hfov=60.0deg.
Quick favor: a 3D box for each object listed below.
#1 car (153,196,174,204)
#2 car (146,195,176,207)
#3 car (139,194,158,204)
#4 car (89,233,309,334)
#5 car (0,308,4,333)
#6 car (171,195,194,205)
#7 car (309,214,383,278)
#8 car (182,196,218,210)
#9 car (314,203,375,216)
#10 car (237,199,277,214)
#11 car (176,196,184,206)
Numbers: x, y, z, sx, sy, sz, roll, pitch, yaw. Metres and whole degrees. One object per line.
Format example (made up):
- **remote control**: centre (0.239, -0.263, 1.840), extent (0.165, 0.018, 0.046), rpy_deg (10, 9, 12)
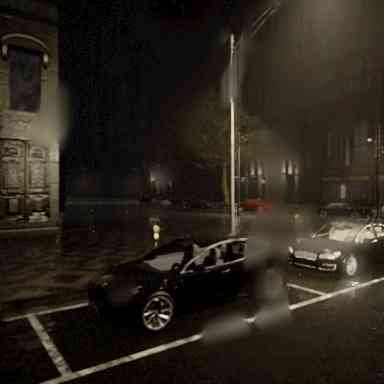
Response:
- **car**: centre (-5.874, 1.645, 67.246), extent (1.882, 1.535, 5.008), rpy_deg (0, 0, -36)
- **car**: centre (-5.197, 1.689, 55.082), extent (1.812, 1.442, 4.674), rpy_deg (0, 0, -37)
- **car**: centre (-8.291, 1.400, 65.038), extent (2.150, 2.045, 5.566), rpy_deg (0, 0, -36)
- **car**: centre (0.154, 1.569, 6.764), extent (4.313, 1.339, 1.947), rpy_deg (0, 0, -36)
- **car**: centre (-4.433, 1.564, 3.489), extent (4.313, 1.339, 1.947), rpy_deg (0, 0, -36)
- **car**: centre (-1.874, 1.498, 61.749), extent (2.097, 1.767, 4.553), rpy_deg (0, 0, -35)
- **car**: centre (4.742, 1.559, 10.040), extent (4.403, 1.369, 2.008), rpy_deg (0, 0, -36)
- **car**: centre (1.251, 1.678, 45.998), extent (2.033, 1.411, 5.357), rpy_deg (0, 0, -36)
- **car**: centre (13.283, 1.673, 29.215), extent (1.895, 1.301, 4.718), rpy_deg (0, 0, -36)
- **car**: centre (7.293, 1.579, 37.566), extent (1.882, 1.535, 5.008), rpy_deg (0, 0, -36)
- **car**: centre (-2.353, 1.640, 56.847), extent (2.128, 1.511, 4.902), rpy_deg (0, 0, -35)
